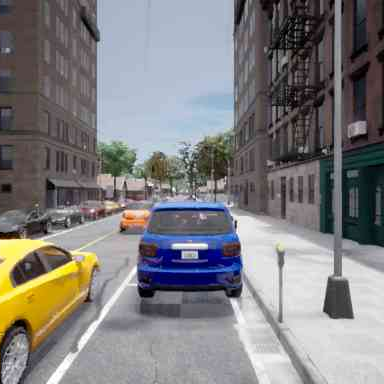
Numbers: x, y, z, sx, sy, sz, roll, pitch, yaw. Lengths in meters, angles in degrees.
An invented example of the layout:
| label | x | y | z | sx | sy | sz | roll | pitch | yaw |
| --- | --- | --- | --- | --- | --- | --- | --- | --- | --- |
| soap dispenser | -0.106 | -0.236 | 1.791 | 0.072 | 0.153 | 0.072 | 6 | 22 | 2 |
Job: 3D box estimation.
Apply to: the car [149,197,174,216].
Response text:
| label | x | y | z | sx | sy | sz | roll | pitch | yaw |
| --- | --- | --- | --- | --- | --- | --- | --- | --- | --- |
| car | -3.020 | 1.361 | 33.385 | 2.097 | 1.767 | 4.553 | 0 | 0 | 0 |

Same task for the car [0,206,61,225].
| label | x | y | z | sx | sy | sz | roll | pitch | yaw |
| --- | --- | --- | --- | --- | --- | --- | --- | --- | --- |
| car | -8.408 | 1.567 | 16.351 | 1.947 | 1.339 | 4.313 | 0 | 0 | 0 |

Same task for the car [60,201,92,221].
| label | x | y | z | sx | sy | sz | roll | pitch | yaw |
| --- | --- | --- | --- | --- | --- | --- | --- | --- | --- |
| car | -8.408 | 1.553 | 21.869 | 2.008 | 1.369 | 4.403 | 0 | 0 | 0 |

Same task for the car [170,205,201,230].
| label | x | y | z | sx | sy | sz | roll | pitch | yaw |
| --- | --- | --- | --- | --- | --- | --- | --- | --- | --- |
| car | -0.383 | 1.584 | 21.873 | 1.802 | 1.307 | 4.206 | 0 | 0 | 0 |

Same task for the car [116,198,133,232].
| label | x | y | z | sx | sy | sz | roll | pitch | yaw |
| --- | --- | --- | --- | --- | --- | --- | --- | --- | --- |
| car | -2.921 | 1.354 | 20.264 | 2.097 | 1.767 | 4.553 | 0 | 0 | 0 |

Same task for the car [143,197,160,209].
| label | x | y | z | sx | sy | sz | roll | pitch | yaw |
| --- | --- | --- | --- | --- | --- | --- | --- | --- | --- |
| car | -5.770 | 1.562 | 48.018 | 1.837 | 1.490 | 4.892 | 0 | 0 | 0 |

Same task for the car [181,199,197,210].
| label | x | y | z | sx | sy | sz | roll | pitch | yaw |
| --- | --- | --- | --- | --- | --- | --- | --- | --- | --- |
| car | -0.383 | 1.584 | 43.946 | 1.947 | 1.339 | 4.313 | 0 | 0 | 0 |

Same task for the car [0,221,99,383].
| label | x | y | z | sx | sy | sz | roll | pitch | yaw |
| --- | --- | --- | --- | --- | --- | --- | --- | --- | --- |
| car | -2.920 | 1.478 | 5.192 | 1.882 | 1.535 | 5.008 | 0 | 0 | 0 |

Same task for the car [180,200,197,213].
| label | x | y | z | sx | sy | sz | roll | pitch | yaw |
| --- | --- | --- | --- | --- | --- | --- | --- | --- | --- |
| car | -0.383 | 1.596 | 38.428 | 1.802 | 1.307 | 4.206 | 0 | 0 | 0 |

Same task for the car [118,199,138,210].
| label | x | y | z | sx | sy | sz | roll | pitch | yaw |
| --- | --- | --- | --- | --- | --- | --- | --- | --- | --- |
| car | -8.408 | 1.600 | 43.945 | 1.802 | 1.307 | 4.206 | 0 | 0 | 0 |

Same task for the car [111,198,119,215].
| label | x | y | z | sx | sy | sz | roll | pitch | yaw |
| --- | --- | --- | --- | --- | --- | --- | --- | --- | --- |
| car | -8.408 | 1.535 | 32.737 | 1.752 | 1.417 | 4.829 | 0 | 0 | 0 |

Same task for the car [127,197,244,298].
| label | x | y | z | sx | sy | sz | roll | pitch | yaw |
| --- | --- | --- | --- | --- | --- | --- | --- | --- | --- |
| car | -0.039 | 1.228 | 8.680 | 2.150 | 2.045 | 5.566 | 0 | 0 | 0 |

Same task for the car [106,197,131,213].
| label | x | y | z | sx | sy | sz | roll | pitch | yaw |
| --- | --- | --- | --- | --- | --- | --- | --- | --- | --- |
| car | -8.408 | 1.454 | 38.426 | 1.967 | 1.590 | 4.097 | 0 | 0 | 0 |

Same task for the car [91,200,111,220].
| label | x | y | z | sx | sy | sz | roll | pitch | yaw |
| --- | --- | --- | --- | --- | --- | --- | --- | --- | --- |
| car | -8.408 | 1.446 | 27.388 | 1.967 | 1.590 | 4.097 | 0 | 0 | 0 |
